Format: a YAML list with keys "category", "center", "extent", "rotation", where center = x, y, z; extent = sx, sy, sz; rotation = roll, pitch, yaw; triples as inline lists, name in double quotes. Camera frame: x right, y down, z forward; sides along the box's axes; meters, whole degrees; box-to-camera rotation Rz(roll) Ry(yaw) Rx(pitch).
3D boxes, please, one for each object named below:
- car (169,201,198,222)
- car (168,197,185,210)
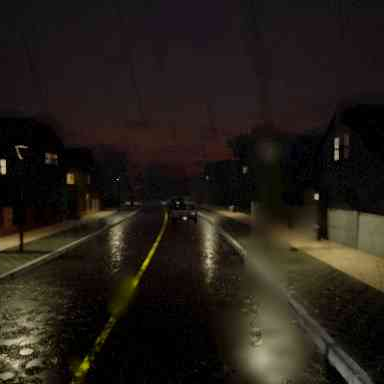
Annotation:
- category: "car"
  center: [-0.636, 1.611, 26.205]
  extent: [1.895, 1.301, 4.718]
  rotation: [0, 0, -3]
- category: "car"
  center: [-1.961, 1.430, 42.385]
  extent: [2.097, 1.767, 4.553]
  rotation: [0, 0, -6]
